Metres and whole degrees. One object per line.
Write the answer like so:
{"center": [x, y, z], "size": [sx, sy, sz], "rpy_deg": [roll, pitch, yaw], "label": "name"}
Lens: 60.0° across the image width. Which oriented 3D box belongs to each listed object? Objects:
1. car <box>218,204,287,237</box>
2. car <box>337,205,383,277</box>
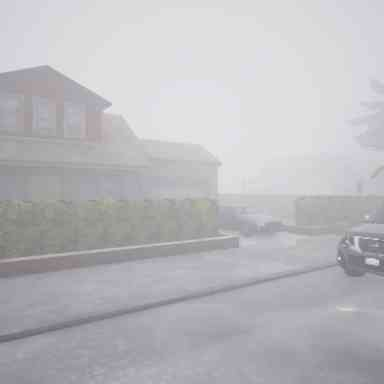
{"center": [2.261, 1.356, 17.010], "size": [2.033, 1.415, 5.357], "rpy_deg": [0, 0, -33], "label": "car"}
{"center": [6.318, 1.221, 9.113], "size": [5.566, 2.045, 2.150], "rpy_deg": [0, 0, -36], "label": "car"}
